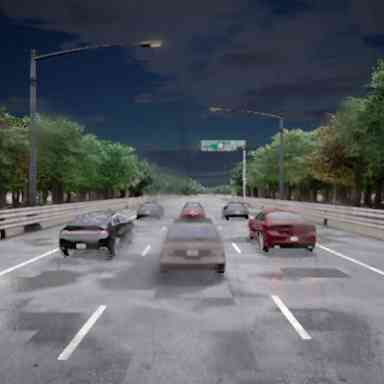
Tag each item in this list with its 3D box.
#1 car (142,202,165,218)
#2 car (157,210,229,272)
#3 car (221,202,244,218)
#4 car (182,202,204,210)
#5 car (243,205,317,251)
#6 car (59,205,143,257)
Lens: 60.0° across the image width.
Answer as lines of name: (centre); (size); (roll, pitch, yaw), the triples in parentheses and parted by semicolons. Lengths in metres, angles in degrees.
car: (-3.412, 1.549, 27.961); (1.994, 1.385, 4.181); (0, 0, 1)
car: (0.038, 1.538, 10.663); (2.033, 1.411, 5.357); (0, 0, 1)
car: (3.590, 1.548, 28.093); (1.994, 1.385, 4.181); (0, 0, 1)
car: (0.090, 1.548, 28.020); (1.994, 1.385, 4.181); (0, 0, 1)
car: (3.574, 1.465, 13.978); (1.882, 1.535, 5.008); (0, 0, 1)
car: (-3.436, 1.481, 12.820); (2.128, 1.511, 4.902); (0, 0, 1)
